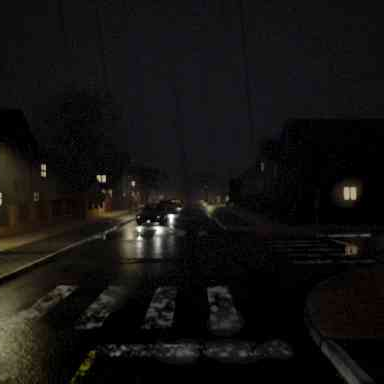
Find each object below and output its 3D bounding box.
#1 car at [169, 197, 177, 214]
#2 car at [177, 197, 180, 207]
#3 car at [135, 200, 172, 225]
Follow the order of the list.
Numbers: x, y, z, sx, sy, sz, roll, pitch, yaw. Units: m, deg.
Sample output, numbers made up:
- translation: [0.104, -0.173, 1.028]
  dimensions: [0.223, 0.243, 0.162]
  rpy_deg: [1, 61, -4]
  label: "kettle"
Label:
- translation: [-2.849, 1.540, 35.486]
  dimensions: [1.812, 1.442, 4.674]
  rpy_deg: [0, 0, 0]
  label: "car"
- translation: [-2.824, 1.555, 52.075]
  dimensions: [1.882, 1.535, 5.008]
  rpy_deg: [0, 0, 0]
  label: "car"
- translation: [-2.849, 1.551, 24.501]
  dimensions: [2.033, 1.411, 5.357]
  rpy_deg: [0, 0, 0]
  label: "car"
